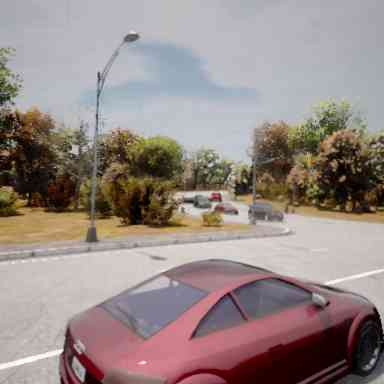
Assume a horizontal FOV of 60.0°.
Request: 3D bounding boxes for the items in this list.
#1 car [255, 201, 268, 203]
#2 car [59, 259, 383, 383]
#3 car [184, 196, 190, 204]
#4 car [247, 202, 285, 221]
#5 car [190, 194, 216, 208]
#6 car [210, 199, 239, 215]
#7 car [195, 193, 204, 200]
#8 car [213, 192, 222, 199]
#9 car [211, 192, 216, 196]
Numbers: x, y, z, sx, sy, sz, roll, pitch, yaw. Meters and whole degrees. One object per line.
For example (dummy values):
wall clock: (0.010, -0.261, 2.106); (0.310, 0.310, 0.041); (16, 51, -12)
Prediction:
car: (10.107, 2.187, 50.439); (2.097, 1.767, 4.553); (3, 1, -17)
car: (0.603, 1.581, 4.176); (4.181, 1.385, 1.994); (1, 0, -36)
car: (-0.317, 1.536, 63.684); (1.895, 1.301, 4.718); (2, 2, -9)
car: (7.875, 2.253, 35.610); (1.837, 1.490, 4.892); (3, -1, -23)
car: (1.738, 1.701, 53.840); (2.097, 1.767, 4.553); (2, 2, -14)
car: (4.544, 2.158, 44.273); (1.812, 1.442, 4.674); (3, 0, -19)
car: (1.727, 1.097, 77.151); (1.994, 1.385, 4.181); (2, 2, -1)
car: (5.373, 0.997, 74.989); (2.150, 2.045, 5.566); (2, 2, -4)
car: (2.898, 1.436, 67.164); (1.882, 1.535, 5.008); (2, 2, -8)
